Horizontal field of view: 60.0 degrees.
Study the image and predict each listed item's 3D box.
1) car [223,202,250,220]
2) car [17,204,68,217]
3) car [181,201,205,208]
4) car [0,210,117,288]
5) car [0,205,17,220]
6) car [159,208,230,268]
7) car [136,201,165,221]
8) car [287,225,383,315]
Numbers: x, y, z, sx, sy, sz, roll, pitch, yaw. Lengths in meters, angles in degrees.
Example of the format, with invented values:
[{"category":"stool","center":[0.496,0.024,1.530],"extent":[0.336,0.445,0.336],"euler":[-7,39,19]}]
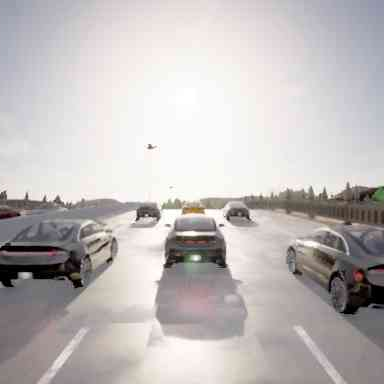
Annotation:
[{"category":"car","center":[3.603,1.517,27.437],"extent":[1.812,1.442,4.674],"euler":[0,0,0]},{"category":"car","center":[-10.595,1.557,24.458],"extent":[1.994,1.385,4.181],"euler":[0,0,0]},{"category":"car","center":[0.103,1.469,28.433],"extent":[1.882,1.535,5.008],"euler":[0,0,0]},{"category":"car","center":[-3.399,1.489,9.207],"extent":[2.128,1.511,4.902],"euler":[0,0,0]},{"category":"car","center":[-14.096,1.594,23.297],"extent":[1.895,1.301,4.718],"euler":[0,0,0]},{"category":"car","center":[0.101,1.502,11.303],"extent":[1.837,1.490,4.892],"euler":[0,0,0]},{"category":"car","center":[-3.397,1.497,27.270],"extent":[1.837,1.490,4.892],"euler":[0,0,0]},{"category":"car","center":[3.601,1.489,7.523],"extent":[2.128,1.511,4.902],"euler":[0,0,0]}]
